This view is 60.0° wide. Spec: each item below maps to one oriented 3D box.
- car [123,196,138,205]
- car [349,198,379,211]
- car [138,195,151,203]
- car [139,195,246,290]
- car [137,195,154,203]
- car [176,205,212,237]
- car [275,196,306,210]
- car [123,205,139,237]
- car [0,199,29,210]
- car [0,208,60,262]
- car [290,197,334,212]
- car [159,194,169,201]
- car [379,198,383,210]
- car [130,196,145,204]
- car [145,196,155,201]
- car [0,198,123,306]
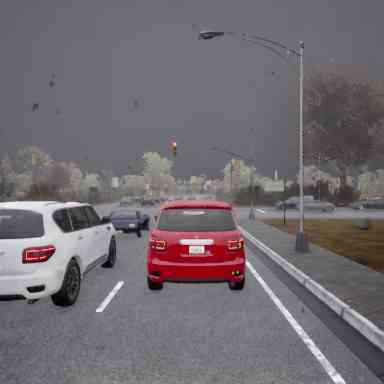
[{"bbox_3d":[-10.629,1.505,54.926,1.837,1.490,4.892,0,0,0],"label":"car"},{"bbox_3d":[21.772,1.498,40.628,4.892,1.490,1.837,0,0,3],"label":"car"},{"bbox_3d":[-10.557,1.525,74.511,2.128,1.511,4.902,0,0,0],"label":"car"},{"bbox_3d":[0.091,1.221,9.194,2.150,2.045,5.566,0,0,0],"label":"car"},{"bbox_3d":[-7.123,1.547,54.533,2.033,1.411,5.357,0,0,0],"label":"car"},{"bbox_3d":[0.086,1.526,18.888,1.812,1.442,4.674,0,0,0],"label":"car"},{"bbox_3d":[12.600,1.352,41.122,4.553,1.767,2.097,0,0,3],"label":"car"},{"bbox_3d":[-3.413,1.601,17.901,1.895,1.301,4.718,0,0,0],"label":"car"},{"bbox_3d":[-24.025,1.600,43.163,4.718,1.301,1.895,0,0,3],"label":"car"},{"bbox_3d":[-7.112,1.505,13.188,1.837,1.490,4.892,0,0,0],"label":"car"},{"bbox_3d":[13.748,1.564,37.553,4.181,1.385,1.994,0,0,3],"label":"car"},{"bbox_3d":[-7.063,1.355,84.192,2.097,1.767,4.553,0,0,0],"label":"car"},{"bbox_3d":[24.471,1.207,36.979,5.566,2.045,2.150,0,0,3],"label":"car"},{"bbox_3d":[-10.589,1.547,64.669,2.033,1.411,5.357,0,0,1],"label":"car"},{"bbox_3d":[-10.563,1.595,84.557,1.895,1.301,4.718,0,0,0],"label":"car"},{"bbox_3d":[-3.406,1.221,8.133,2.150,2.045,5.566,0,0,0],"label":"car"}]
